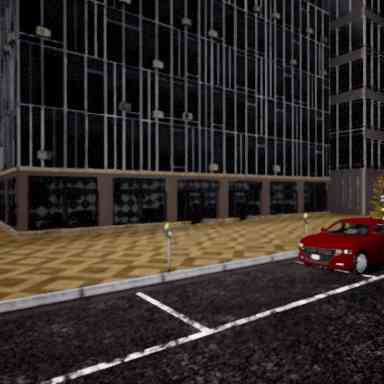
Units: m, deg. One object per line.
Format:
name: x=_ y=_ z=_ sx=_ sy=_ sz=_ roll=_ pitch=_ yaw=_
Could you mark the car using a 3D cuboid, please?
car: x=5.146 y=1.481 z=10.229 sx=4.507 sy=1.381 sz=1.887 roll=0 pitch=0 yaw=-36
